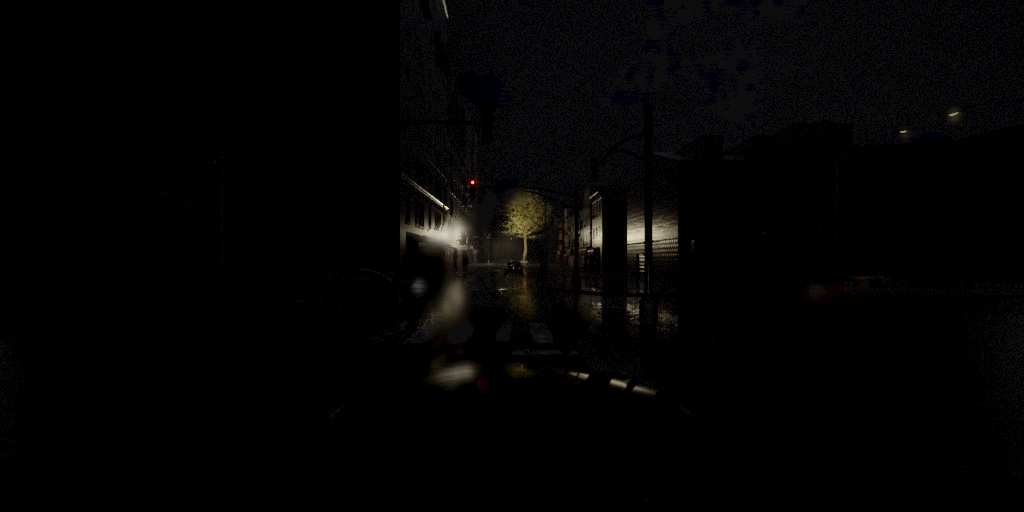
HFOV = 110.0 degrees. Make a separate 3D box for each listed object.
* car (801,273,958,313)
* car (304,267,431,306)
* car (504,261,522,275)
[{"bbox_3d":[13.903,1.346,13.670,4.829,1.417,1.751,0,0,0],"label":"car"},{"bbox_3d":[-5.879,1.209,14.928,4.902,1.511,2.128,0,0,-6],"label":"car"},{"bbox_3d":[0.161,1.278,39.487,2.033,1.411,5.357,0,0,0],"label":"car"}]
